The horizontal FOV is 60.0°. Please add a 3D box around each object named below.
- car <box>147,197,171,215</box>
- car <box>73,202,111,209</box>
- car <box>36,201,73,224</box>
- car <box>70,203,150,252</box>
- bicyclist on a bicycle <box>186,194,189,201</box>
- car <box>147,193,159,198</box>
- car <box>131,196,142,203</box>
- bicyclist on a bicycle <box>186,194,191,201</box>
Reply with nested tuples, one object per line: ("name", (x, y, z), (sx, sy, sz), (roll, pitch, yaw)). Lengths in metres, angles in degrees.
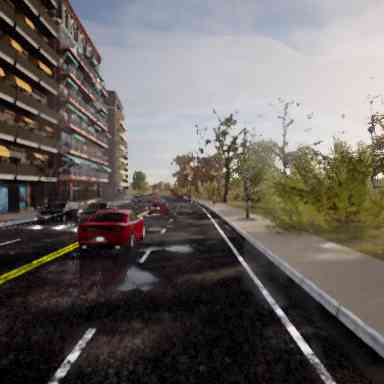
("car", (-3.200, 1.527, 33.609), (1.994, 1.385, 4.181), (0, 0, -1))
("car", (-6.603, 1.478, 23.823), (1.837, 1.490, 4.892), (0, 0, 0))
("car", (-9.854, 1.477, 24.903), (1.837, 1.490, 4.892), (0, 0, 0))
("car", (-3.150, 1.461, 13.880), (1.882, 1.535, 5.008), (0, 0, 0))
("bicyclist on a bicycle", (-1.047, 1.272, 78.754), (0.659, 1.776, 1.843), (0, 0, -4))
("car", (-7.598, 1.149, 65.424), (2.150, 2.045, 5.566), (0, 0, -3))
("car", (-10.863, 1.453, 65.650), (1.812, 1.442, 4.674), (0, 0, -3))
("bicyclist on a bicycle", (-0.430, 1.368, 69.705), (0.582, 1.620, 1.656), (0, 0, -4))
